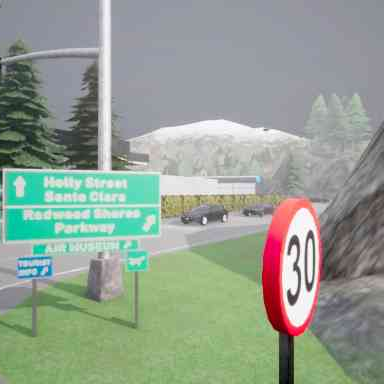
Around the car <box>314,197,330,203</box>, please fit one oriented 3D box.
[{"bbox_3d":[28.281,1.787,74.896,1.895,1.301,4.718,0,0,-42],"label":"car"}]

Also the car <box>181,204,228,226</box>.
[{"bbox_3d":[1.066,1.696,25.929,1.837,1.490,4.892,0,0,36],"label":"car"}]

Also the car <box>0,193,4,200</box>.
[{"bbox_3d":[-38.569,1.489,69.983,4.514,1.523,2.007,0,0,35],"label":"car"}]

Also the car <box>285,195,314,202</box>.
[{"bbox_3d":[13.415,1.413,42.823,2.150,2.045,5.566,0,0,36],"label":"car"}]

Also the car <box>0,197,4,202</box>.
[{"bbox_3d":[-12.360,1.505,26.044,1.905,1.878,3.866,0,0,35],"label":"car"}]

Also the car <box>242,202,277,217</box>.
[{"bbox_3d":[7.121,1.739,34.250,2.033,1.411,5.357,0,0,36],"label":"car"}]
